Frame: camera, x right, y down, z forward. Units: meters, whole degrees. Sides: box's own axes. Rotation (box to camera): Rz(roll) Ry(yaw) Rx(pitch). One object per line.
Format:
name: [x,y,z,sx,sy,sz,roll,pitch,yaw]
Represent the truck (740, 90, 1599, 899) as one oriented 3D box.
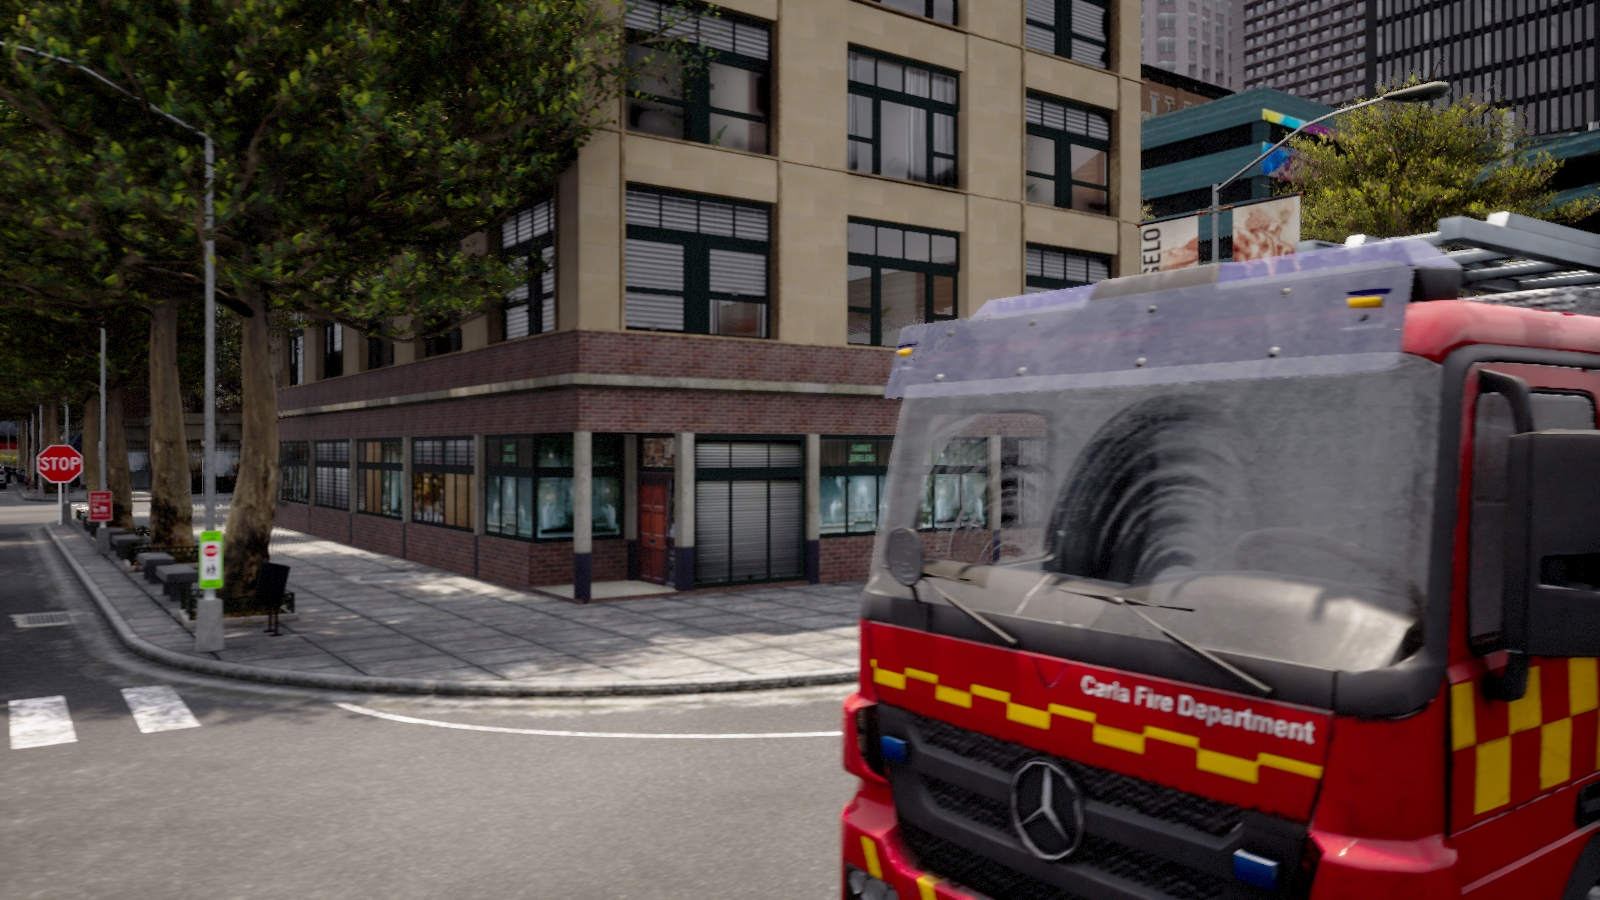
truck: [4.007,0.890,6.852,8.468,3.827,2.891,0,0,-35]
